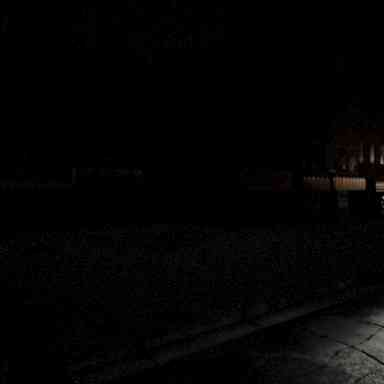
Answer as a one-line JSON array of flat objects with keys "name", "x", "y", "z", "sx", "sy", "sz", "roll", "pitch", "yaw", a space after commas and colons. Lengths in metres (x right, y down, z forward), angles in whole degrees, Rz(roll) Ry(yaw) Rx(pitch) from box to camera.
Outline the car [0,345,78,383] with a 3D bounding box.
[{"name": "car", "x": -2.490, "y": 1.564, "z": 1.297, "sx": 4.181, "sy": 1.385, "sz": 1.994, "roll": 0, "pitch": 0, "yaw": -36}]
